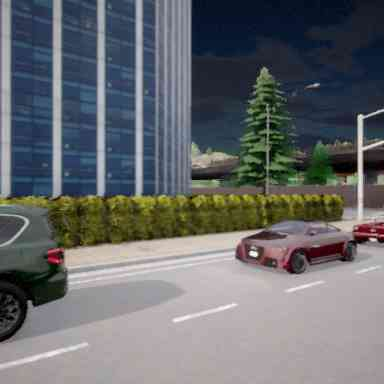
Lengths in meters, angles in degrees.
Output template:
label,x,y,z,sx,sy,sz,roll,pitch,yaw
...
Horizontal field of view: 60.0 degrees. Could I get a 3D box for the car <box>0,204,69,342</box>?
label,x,y,z,sx,sy,sz,roll,pitch,yaw
car,-4.748,1.223,4.876,5.566,2.045,2.150,0,0,-35

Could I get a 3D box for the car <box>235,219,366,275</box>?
label,x,y,z,sx,sy,sz,roll,pitch,yaw
car,3.383,1.573,10.595,4.181,1.385,1.994,0,0,-35

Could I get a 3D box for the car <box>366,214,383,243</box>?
label,x,y,z,sx,sy,sz,roll,pitch,yaw
car,9.086,1.617,14.652,4.718,1.301,1.895,0,0,-36
